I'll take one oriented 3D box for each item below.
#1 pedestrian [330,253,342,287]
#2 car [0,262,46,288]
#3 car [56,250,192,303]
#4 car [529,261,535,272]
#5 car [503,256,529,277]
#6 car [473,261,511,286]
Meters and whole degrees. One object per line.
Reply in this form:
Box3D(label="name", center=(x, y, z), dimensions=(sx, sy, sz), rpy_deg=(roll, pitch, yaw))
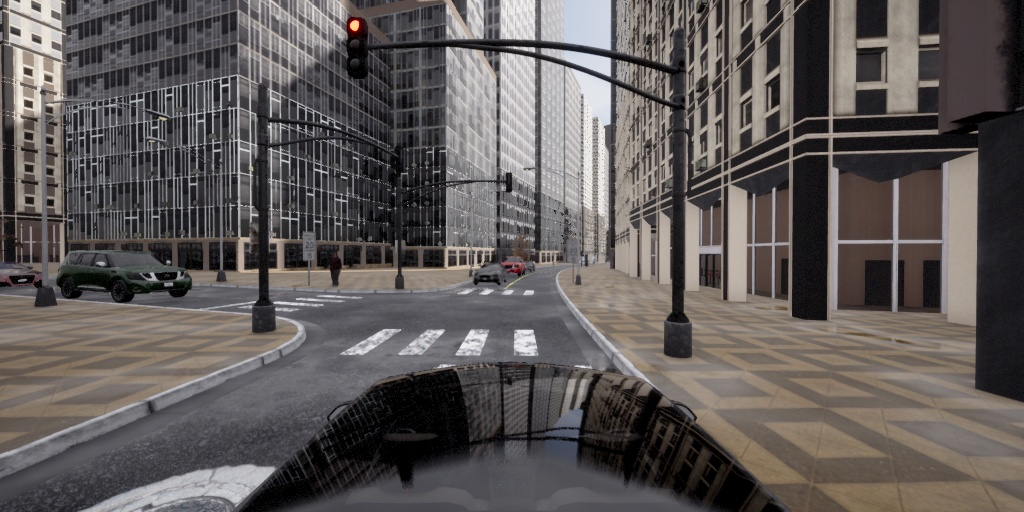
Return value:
Box3D(label="pedestrian", center=(-9.585, 0.716, 19.448), dimensions=(0.375, 1.860, 0.375), rpy_deg=(0, 0, 16))
Box3D(label="car", center=(-25.809, 0.982, 18.035), dimensions=(4.181, 1.385, 1.994), rpy_deg=(1, 1, 16))
Box3D(label="car", center=(-16.621, 0.770, 15.382), dimensions=(5.566, 2.045, 2.150), rpy_deg=(1, 1, 17))
Box3D(label="car", center=(1.970, 1.363, 48.090), dimensions=(2.128, 1.511, 4.902), rpy_deg=(0, 0, 12))
Box3D(label="car", center=(0.108, 1.042, 37.825), dimensions=(2.150, 2.045, 5.566), rpy_deg=(0, 0, 9))
Box3D(label="car", center=(-1.491, 1.284, 25.898), dimensions=(1.837, 1.490, 4.892), rpy_deg=(0, -1, 7))
